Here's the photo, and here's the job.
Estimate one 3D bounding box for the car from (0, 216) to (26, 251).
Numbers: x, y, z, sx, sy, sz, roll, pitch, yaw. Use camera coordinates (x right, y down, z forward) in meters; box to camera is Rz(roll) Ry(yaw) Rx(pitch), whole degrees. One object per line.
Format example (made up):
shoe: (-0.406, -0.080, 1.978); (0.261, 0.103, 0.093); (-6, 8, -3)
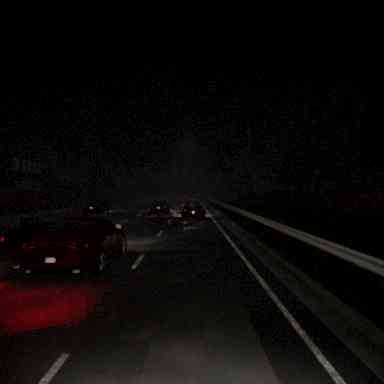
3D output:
car: (-6.897, 1.606, 13.307); (1.895, 1.301, 4.718); (0, 0, 0)

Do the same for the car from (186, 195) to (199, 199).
car: (0.118, 1.375, 56.820); (2.097, 1.767, 4.553); (0, 0, 0)

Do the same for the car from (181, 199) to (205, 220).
car: (0.108, 1.575, 28.546); (1.994, 1.385, 4.181); (0, 0, 0)

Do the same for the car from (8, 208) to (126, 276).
car: (-3.396, 1.482, 10.451); (1.882, 1.535, 5.008); (0, 0, 0)

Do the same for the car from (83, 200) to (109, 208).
car: (-10.389, 1.579, 36.301); (1.994, 1.385, 4.181); (0, 0, 0)

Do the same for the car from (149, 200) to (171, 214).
car: (-3.391, 1.579, 35.703); (1.994, 1.385, 4.181); (0, 0, 0)
